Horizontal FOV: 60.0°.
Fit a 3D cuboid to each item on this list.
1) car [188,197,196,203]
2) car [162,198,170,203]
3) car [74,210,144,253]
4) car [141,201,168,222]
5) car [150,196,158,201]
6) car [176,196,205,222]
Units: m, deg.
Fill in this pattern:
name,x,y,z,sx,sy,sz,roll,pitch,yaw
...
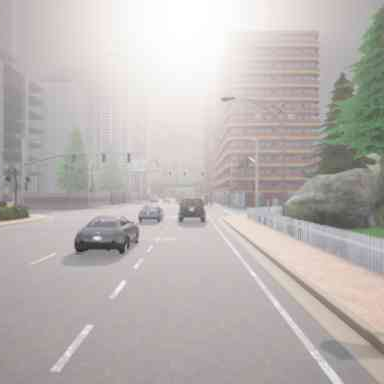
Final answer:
name,x,y,z,sx,sy,sz,roll,pitch,yaw
car,-0.042,2.168,93.017,2.097,1.767,4.553,0,-1,0
car,-7.042,2.384,91.910,2.128,1.511,4.902,0,-1,0
car,-3.501,1.699,14.320,1.994,1.385,4.181,0,0,0
car,-3.512,1.819,28.987,2.033,1.411,5.357,0,-1,0
car,-10.542,2.454,91.878,1.895,1.301,4.718,0,-1,0
car,-0.009,1.489,29.030,2.150,2.045,5.566,0,0,0
